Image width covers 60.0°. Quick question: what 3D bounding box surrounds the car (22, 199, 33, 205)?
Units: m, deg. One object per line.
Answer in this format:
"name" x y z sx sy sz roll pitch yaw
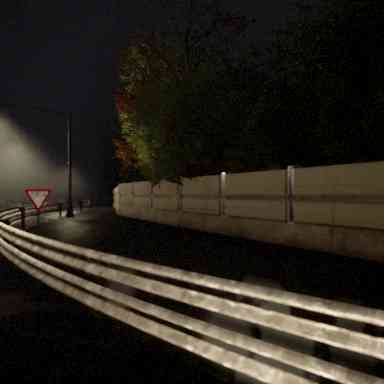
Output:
"car" -33.770 2.020 68.297 1.994 1.385 4.181 0 0 -24
